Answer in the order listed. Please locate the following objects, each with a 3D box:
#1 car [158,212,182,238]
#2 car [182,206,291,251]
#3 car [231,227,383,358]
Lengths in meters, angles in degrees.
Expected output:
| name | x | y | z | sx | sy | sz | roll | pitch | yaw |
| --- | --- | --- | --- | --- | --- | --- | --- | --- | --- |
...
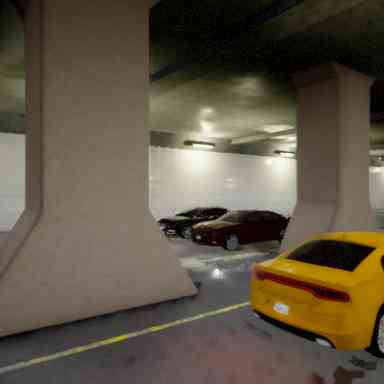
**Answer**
| name | x | y | z | sx | sy | sz | roll | pitch | yaw |
| --- | --- | --- | --- | --- | --- | --- | --- | --- | --- |
| car | 0.480 | 1.494 | 17.236 | 4.892 | 1.490 | 1.837 | 0 | 0 | -36 |
| car | 2.289 | 1.467 | 14.228 | 5.008 | 1.535 | 1.882 | 0 | 0 | -36 |
| car | 3.264 | 1.471 | 6.078 | 5.008 | 1.535 | 1.882 | 0 | 0 | -36 |
